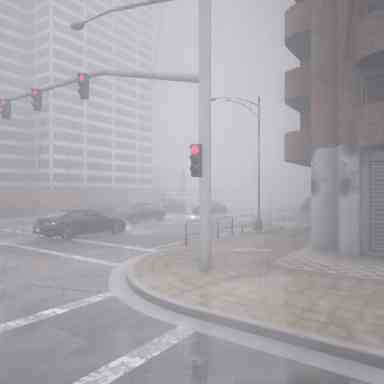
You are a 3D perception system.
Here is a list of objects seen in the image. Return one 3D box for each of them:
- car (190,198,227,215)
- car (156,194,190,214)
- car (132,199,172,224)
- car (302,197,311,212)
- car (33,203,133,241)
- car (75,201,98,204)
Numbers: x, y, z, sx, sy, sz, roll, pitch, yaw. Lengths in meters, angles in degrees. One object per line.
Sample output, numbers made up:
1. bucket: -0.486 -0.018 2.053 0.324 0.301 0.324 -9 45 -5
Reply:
1. car: 1.821 1.564 33.271 1.994 1.385 4.181 0 0 36
2. car: -2.601 1.352 33.099 2.097 1.767 4.553 0 0 35
3. car: -3.875 1.526 25.218 1.812 1.442 4.674 0 0 35
4. car: 14.466 1.352 38.722 2.097 1.767 4.553 0 0 35
5. car: -5.510 1.526 16.754 1.812 1.442 4.674 0 0 38
6. car: -8.176 1.478 25.230 1.882 1.535 5.008 0 0 35
